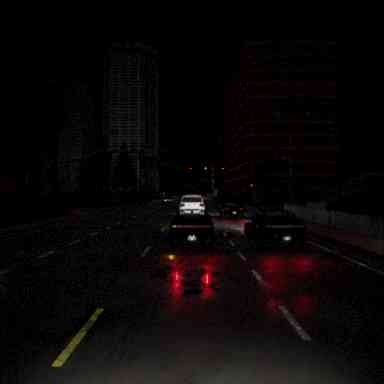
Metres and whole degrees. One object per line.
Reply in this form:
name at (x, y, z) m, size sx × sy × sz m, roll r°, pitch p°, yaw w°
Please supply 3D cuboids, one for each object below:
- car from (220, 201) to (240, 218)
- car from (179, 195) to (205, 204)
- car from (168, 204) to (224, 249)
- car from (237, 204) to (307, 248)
car at (3.500, 1.532, 29.650) m, size 1.812 × 1.442 × 4.674 m, roll 0°, pitch 0°, yaw 0°
car at (0.000, 1.257, 29.680) m, size 2.150 × 2.045 × 5.566 m, roll 0°, pitch 0°, yaw 0°
car at (0.000, 1.494, 14.650) m, size 2.128 × 1.511 × 4.902 m, roll 0°, pitch 0°, yaw 0°
car at (3.500, 1.494, 14.650) m, size 2.128 × 1.511 × 4.902 m, roll 0°, pitch 0°, yaw 0°
